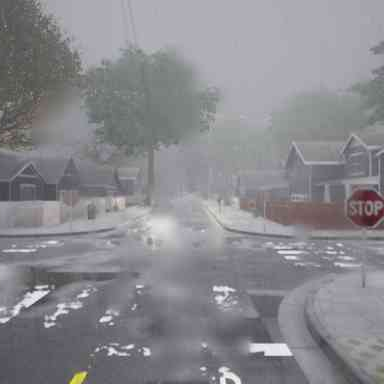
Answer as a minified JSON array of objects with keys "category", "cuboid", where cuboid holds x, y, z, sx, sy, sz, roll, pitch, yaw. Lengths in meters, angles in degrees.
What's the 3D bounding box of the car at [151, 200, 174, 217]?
[{"category":"car","cuboid":[-2.647,1.479,30.772,2.128,1.511,4.902,0,0,0]}]
